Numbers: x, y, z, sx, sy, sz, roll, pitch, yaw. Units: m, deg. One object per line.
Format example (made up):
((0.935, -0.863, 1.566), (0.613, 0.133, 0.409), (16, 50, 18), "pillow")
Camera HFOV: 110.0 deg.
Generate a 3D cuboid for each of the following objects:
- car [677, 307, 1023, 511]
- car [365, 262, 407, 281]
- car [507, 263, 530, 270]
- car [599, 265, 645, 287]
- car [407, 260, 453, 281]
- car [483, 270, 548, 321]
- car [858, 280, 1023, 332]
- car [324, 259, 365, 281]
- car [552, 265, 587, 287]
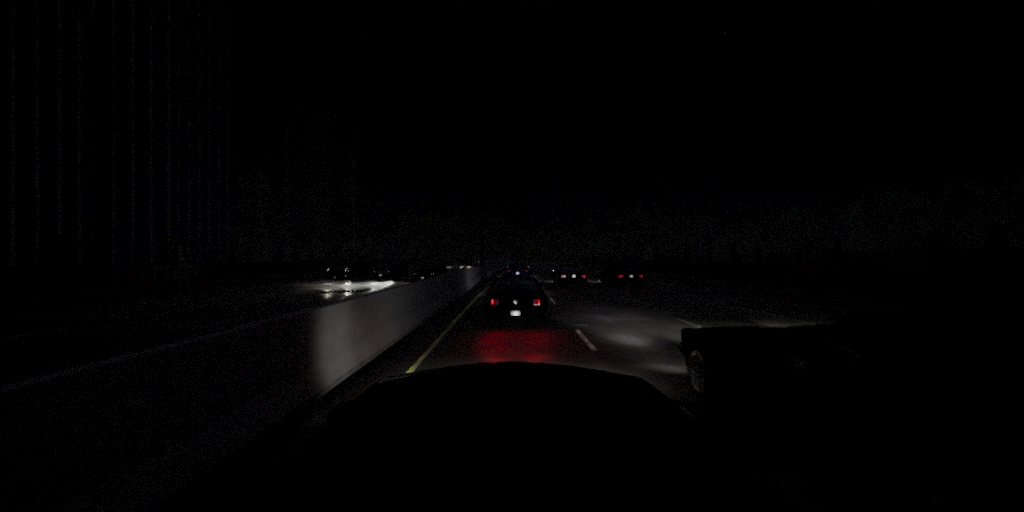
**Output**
((3.577, 1.350, 3.654), (1.895, 1.301, 4.718), (0, 0, 0), "car")
((-10.184, 1.227, 30.410), (2.128, 1.511, 4.902), (0, 0, 2), "car")
((0.498, 1.300, 29.656), (1.994, 1.385, 4.181), (0, 0, 2), "car")
((7.351, 1.287, 24.386), (2.033, 1.411, 5.357), (0, 0, 2), "car")
((-6.696, 1.283, 30.015), (2.033, 1.411, 5.357), (0, 0, 2), "car")
((0.128, 1.346, 12.434), (1.895, 1.301, 4.718), (0, 0, 0), "car")
((7.081, 1.100, 4.888), (2.097, 1.767, 4.553), (0, 0, 0), "car")
((-13.694, 1.087, 30.108), (2.097, 1.767, 4.553), (0, 0, 2), "car")
((3.850, 1.286, 24.391), (2.033, 1.411, 5.357), (0, 0, 2), "car")
